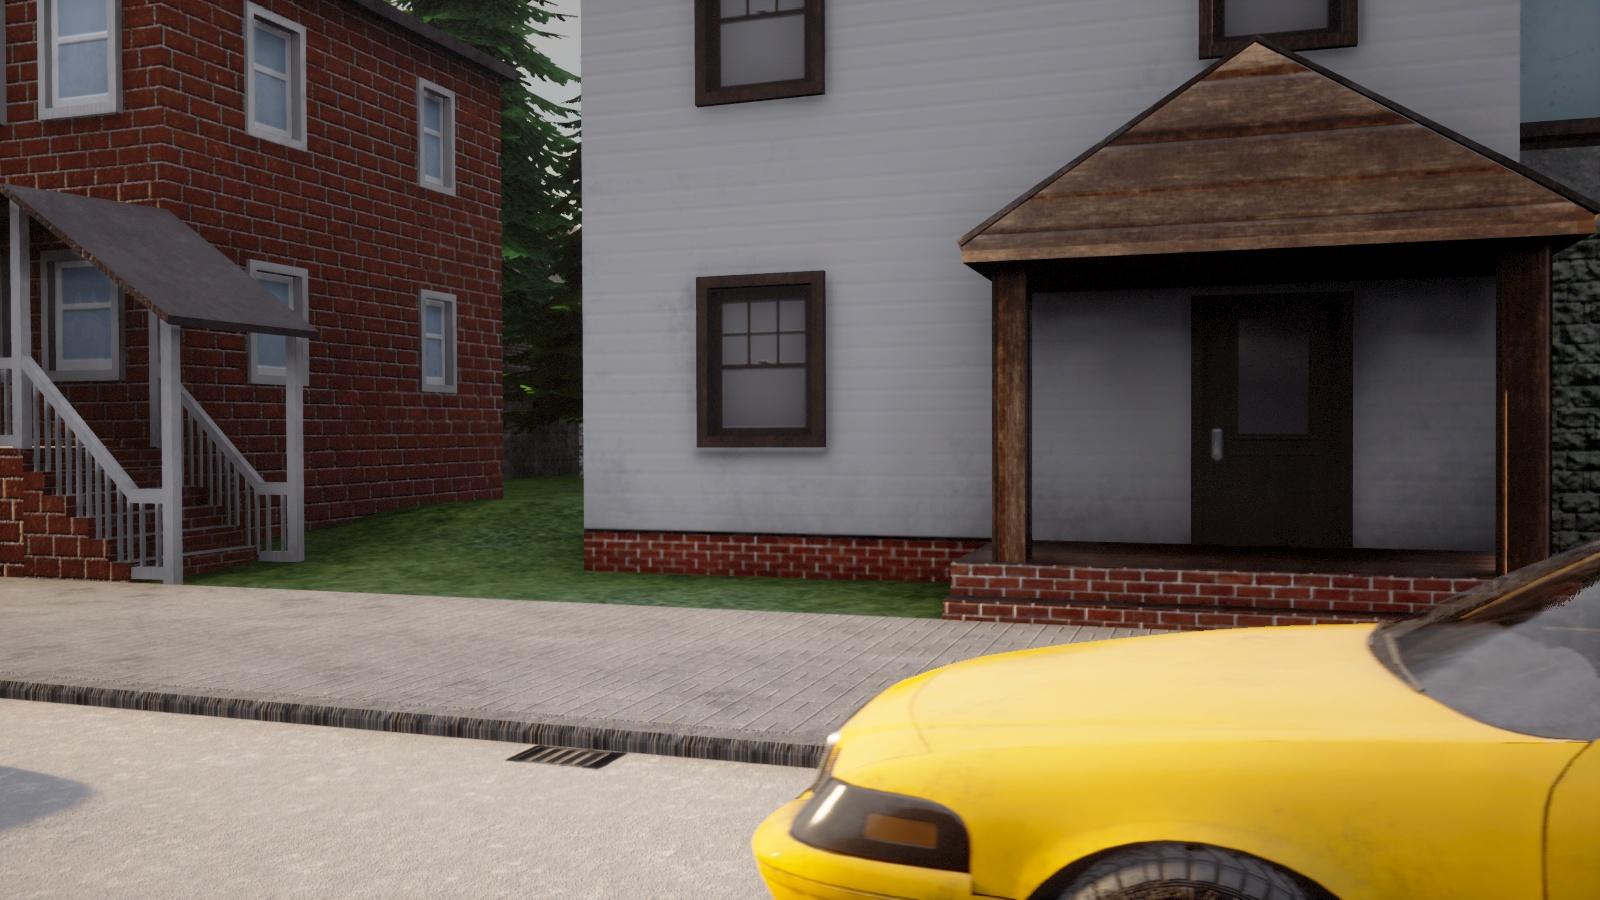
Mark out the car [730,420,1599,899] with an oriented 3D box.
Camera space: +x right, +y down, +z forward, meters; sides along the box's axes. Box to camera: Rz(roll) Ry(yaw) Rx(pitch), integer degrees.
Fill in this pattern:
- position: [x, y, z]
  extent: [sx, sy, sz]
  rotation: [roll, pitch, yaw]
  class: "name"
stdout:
- position: [2.673, 0.730, 2.821]
  extent: [5.366, 1.575, 1.801]
  rotation: [1, 1, 19]
  class: "car"
